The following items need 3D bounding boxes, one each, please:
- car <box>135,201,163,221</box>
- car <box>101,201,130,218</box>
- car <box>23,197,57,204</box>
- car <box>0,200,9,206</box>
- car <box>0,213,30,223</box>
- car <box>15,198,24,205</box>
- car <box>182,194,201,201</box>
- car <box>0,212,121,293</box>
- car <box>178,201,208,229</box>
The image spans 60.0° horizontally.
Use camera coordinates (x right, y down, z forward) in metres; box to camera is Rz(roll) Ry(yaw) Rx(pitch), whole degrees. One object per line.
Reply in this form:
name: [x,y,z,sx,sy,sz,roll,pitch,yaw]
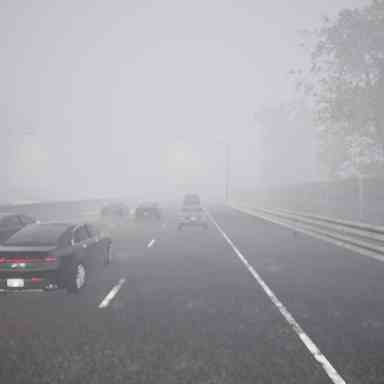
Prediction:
car: [-3.474,1.509,27.658,1.882,1.535,5.008,0,0,0]
car: [-6.984,1.530,30.668,2.128,1.511,4.902,0,0,0]
car: [-17.676,1.553,39.982,2.128,1.511,4.902,0,0,0]
car: [-24.674,1.634,41.446,1.994,1.385,4.181,0,0,0]
car: [-6.930,1.496,12.298,1.882,1.535,5.008,0,0,0]
car: [-21.162,1.421,43.416,2.097,1.767,4.553,0,0,0]
car: [-0.017,1.269,42.000,2.150,2.045,5.566,0,0,0]
car: [-3.422,1.517,8.874,1.837,1.490,4.892,0,0,0]
car: [0.041,1.569,21.520,2.033,1.411,5.357,0,0,0]
